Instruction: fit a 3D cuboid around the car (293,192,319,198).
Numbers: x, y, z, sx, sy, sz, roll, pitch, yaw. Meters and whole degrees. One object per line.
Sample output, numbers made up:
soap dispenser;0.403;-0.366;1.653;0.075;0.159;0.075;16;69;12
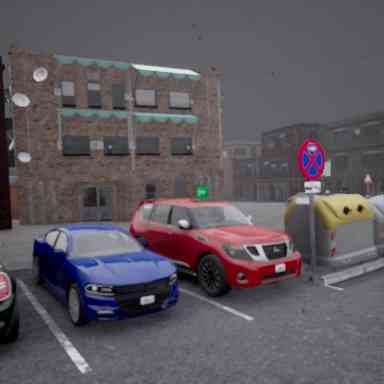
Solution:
car;13.175;0.795;39.370;2.097;1.767;4.553;-3;0;-24

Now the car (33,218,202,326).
car;-2.187;1.492;7.461;2.097;1.535;5.008;0;0;-36

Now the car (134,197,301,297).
car;0.222;1.229;9.154;2.435;2.045;5.566;0;0;-36

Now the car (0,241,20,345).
car;-4.462;1.355;5.779;2.185;1.767;4.553;1;0;-36
